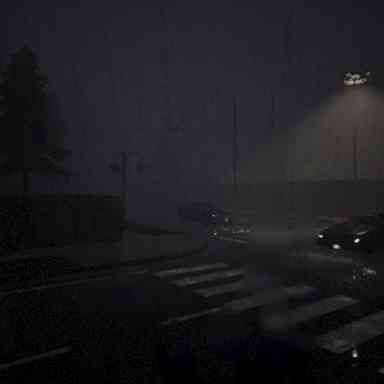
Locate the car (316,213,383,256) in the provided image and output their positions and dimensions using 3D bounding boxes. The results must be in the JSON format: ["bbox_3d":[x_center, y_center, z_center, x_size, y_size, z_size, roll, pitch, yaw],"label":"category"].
[{"bbox_3d":[7.301,1.561,13.378,5.357,1.411,2.033,0,0,-35],"label":"car"}]

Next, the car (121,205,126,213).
[{"bbox_3d":[-8.976,1.597,36.720,1.895,1.301,4.718,0,0,-35],"label":"car"}]

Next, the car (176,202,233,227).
[{"bbox_3d":[0.760,1.487,22.921,2.128,1.511,4.902,0,0,-35],"label":"car"}]
